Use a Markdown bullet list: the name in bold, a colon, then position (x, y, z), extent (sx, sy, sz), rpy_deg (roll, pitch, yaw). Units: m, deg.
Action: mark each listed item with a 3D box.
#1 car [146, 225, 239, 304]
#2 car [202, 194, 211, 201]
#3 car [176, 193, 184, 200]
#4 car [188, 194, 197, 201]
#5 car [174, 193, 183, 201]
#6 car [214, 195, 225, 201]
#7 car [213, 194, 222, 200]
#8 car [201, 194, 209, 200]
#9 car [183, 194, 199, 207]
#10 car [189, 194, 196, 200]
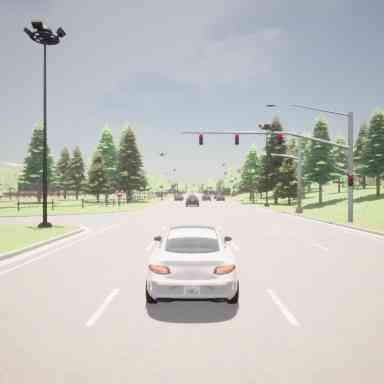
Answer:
- **car**: position (0.017, 1.526, 8.022), extent (1.812, 1.442, 4.674), rpy_deg (0, 0, 0)
- **car**: position (3.611, 1.348, 82.921), extent (2.097, 1.767, 4.553), rpy_deg (0, 0, 0)
- **car**: position (-3.375, 1.188, 92.933), extent (2.097, 1.767, 4.553), rpy_deg (0, 0, 0)
- **car**: position (0.111, 1.348, 82.925), extent (2.097, 1.767, 4.553), rpy_deg (0, 0, 0)
- **car**: position (-3.389, 1.544, 82.927), extent (1.994, 1.385, 4.181), rpy_deg (0, 0, 0)
- **car**: position (7.111, 1.517, 82.529), extent (2.128, 1.511, 4.902), rpy_deg (0, 0, 0)
- **car**: position (7.125, 1.385, 92.949), extent (1.994, 1.385, 4.181), rpy_deg (0, 0, 0)
- **car**: position (3.625, 1.372, 92.954), extent (2.033, 1.411, 5.357), rpy_deg (0, 0, 0)
- **car**: position (0.070, 1.352, 51.896), extent (2.097, 1.767, 4.553), rpy_deg (0, 0, 0)
- **car**: position (0.125, 1.332, 92.959), extent (1.837, 1.490, 4.892), rpy_deg (0, 0, 0)
